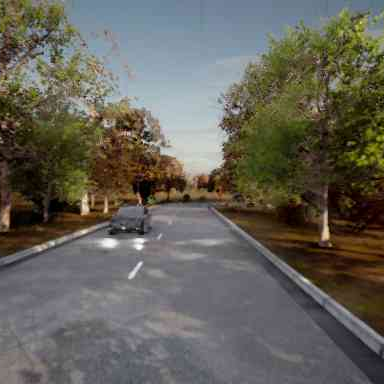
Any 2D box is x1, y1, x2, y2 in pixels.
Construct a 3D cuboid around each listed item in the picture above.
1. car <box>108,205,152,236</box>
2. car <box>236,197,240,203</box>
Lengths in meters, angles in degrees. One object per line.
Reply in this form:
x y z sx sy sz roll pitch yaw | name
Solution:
-3.347 1.514 18.725 1.837 1.490 4.892 0 0 0 | car
9.245 1.530 61.582 4.892 1.490 1.837 1 2 -8 | car
